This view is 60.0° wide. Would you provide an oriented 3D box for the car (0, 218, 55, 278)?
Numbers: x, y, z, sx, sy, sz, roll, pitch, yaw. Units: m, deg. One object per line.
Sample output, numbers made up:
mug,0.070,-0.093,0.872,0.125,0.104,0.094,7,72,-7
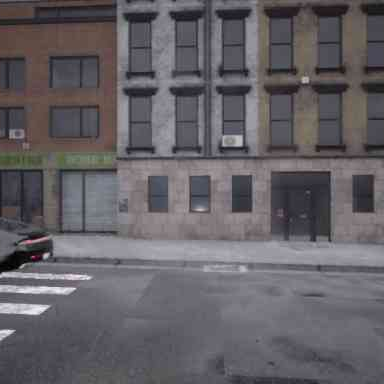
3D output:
car,-6.134,1.382,8.652,4.902,1.511,2.128,1,0,3
